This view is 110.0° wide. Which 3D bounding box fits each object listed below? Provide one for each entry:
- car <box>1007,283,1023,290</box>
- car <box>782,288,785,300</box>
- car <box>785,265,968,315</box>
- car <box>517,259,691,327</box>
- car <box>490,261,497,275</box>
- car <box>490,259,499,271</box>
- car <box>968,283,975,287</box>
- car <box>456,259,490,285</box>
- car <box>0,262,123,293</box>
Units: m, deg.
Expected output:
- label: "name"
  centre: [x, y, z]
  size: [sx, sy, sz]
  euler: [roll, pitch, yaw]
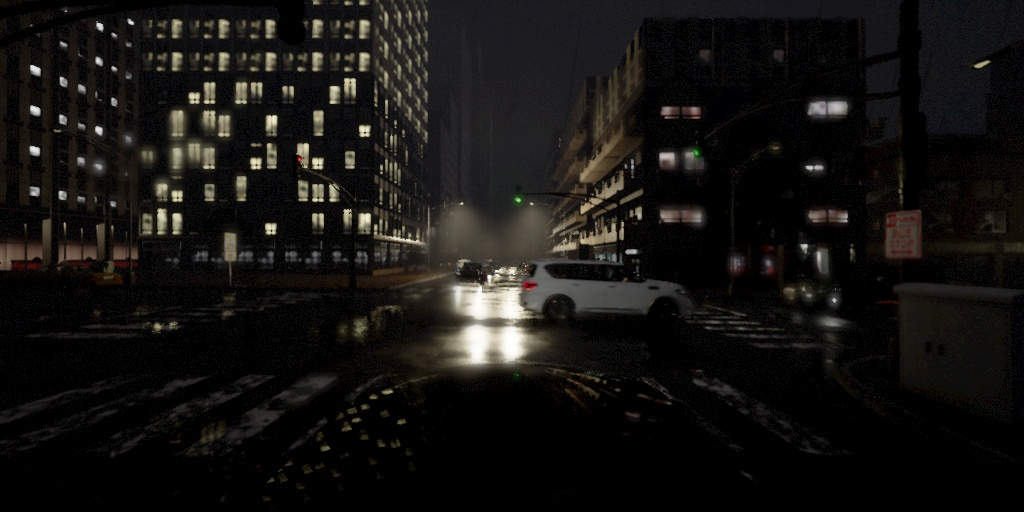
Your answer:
- label: "car"
  centre: [20.180, 1.773, 12.338]
  size: [4.674, 1.442, 1.812]
  euler: [1, 0, -1]
- label: "car"
  centre: [15.958, 1.628, 17.968]
  size: [4.097, 1.591, 1.967]
  euler: [0, 0, -1]
- label: "car"
  centre: [15.403, 1.389, 15.389]
  size: [5.566, 2.045, 2.150]
  euler: [1, 0, -3]
- label: "car"
  centre: [2.975, 1.150, 12.096]
  size: [5.566, 2.045, 2.150]
  euler: [1, 0, -1]
- label: "car"
  centre: [-3.211, 1.616, 43.818]
  size: [1.994, 1.385, 4.181]
  euler: [0, 0, 1]
- label: "car"
  centre: [-3.215, 1.657, 61.095]
  size: [1.882, 1.535, 5.008]
  euler: [0, -1, 0]
- label: "car"
  centre: [21.310, 1.820, 18.043]
  size: [4.829, 1.417, 1.751]
  euler: [0, 0, -1]
- label: "car"
  centre: [-3.182, 1.294, 28.672]
  size: [2.097, 1.767, 4.553]
  euler: [0, 0, 0]
- label: "car"
  centre: [-22.098, 0.984, 17.515]
  size: [4.829, 1.417, 1.751]
  euler: [0, 0, -1]
